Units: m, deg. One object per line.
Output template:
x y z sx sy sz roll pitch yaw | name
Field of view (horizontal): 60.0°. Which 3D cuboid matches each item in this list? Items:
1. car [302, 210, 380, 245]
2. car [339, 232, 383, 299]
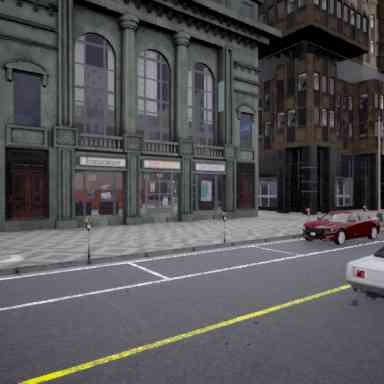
6.996 1.547 15.505 4.507 1.381 1.887 0 0 -35 | car
5.443 1.602 7.193 4.718 1.301 1.895 0 0 -35 | car
